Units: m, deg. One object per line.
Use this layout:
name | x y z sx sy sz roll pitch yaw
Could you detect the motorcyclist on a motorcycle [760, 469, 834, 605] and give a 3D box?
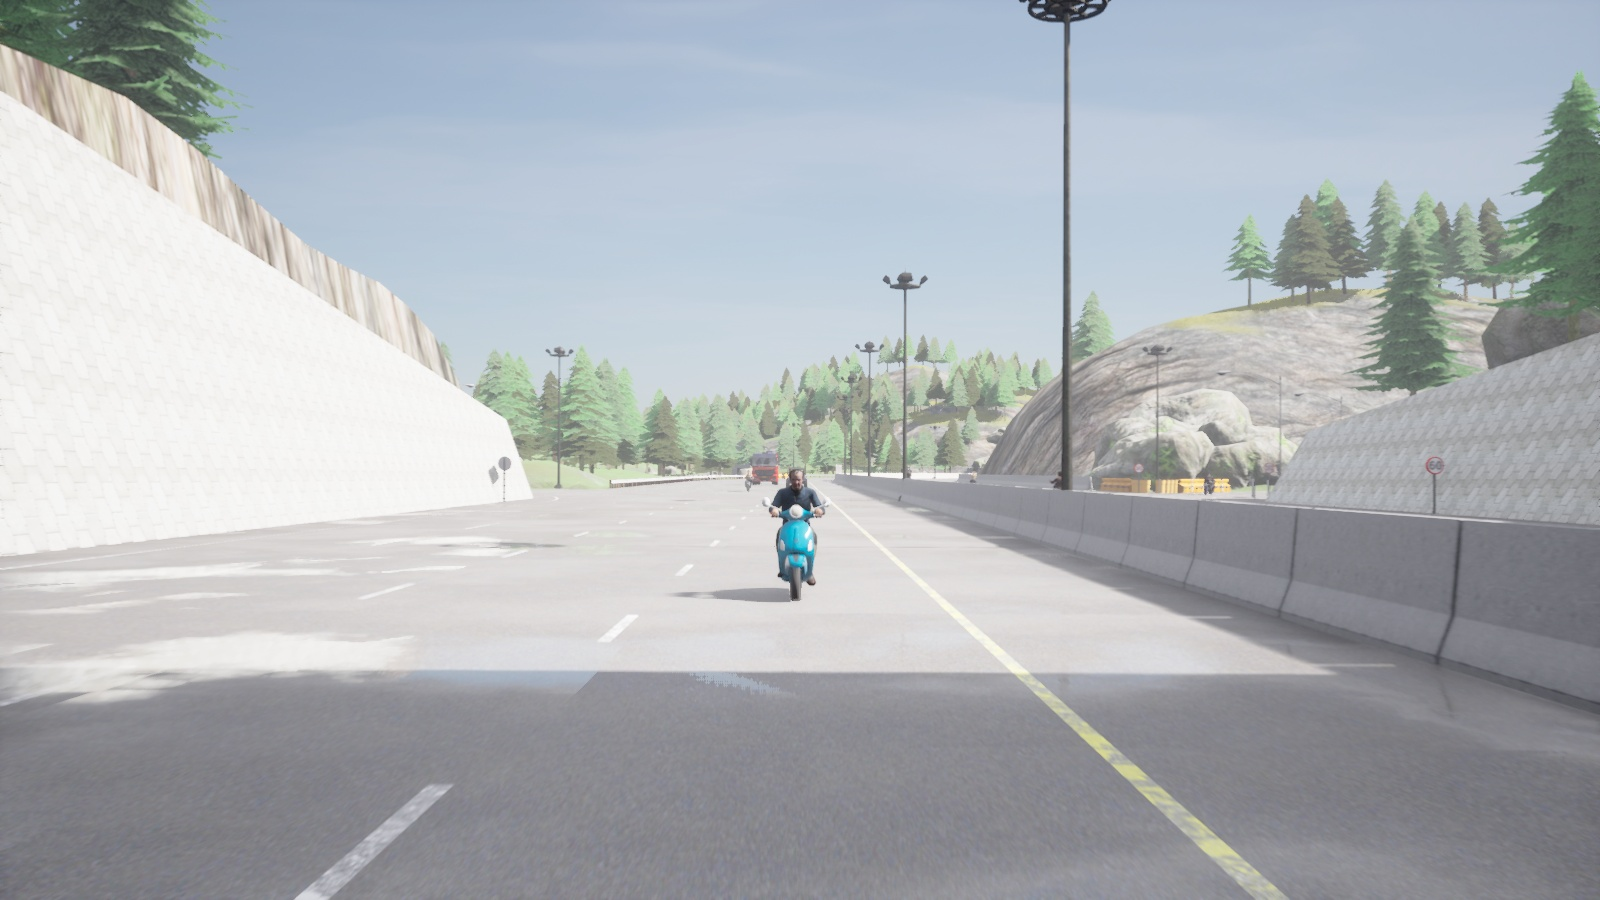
motorcyclist on a motorcycle | -0.038 1.030 15.629 0.866 1.590 1.817 0 -1 0
